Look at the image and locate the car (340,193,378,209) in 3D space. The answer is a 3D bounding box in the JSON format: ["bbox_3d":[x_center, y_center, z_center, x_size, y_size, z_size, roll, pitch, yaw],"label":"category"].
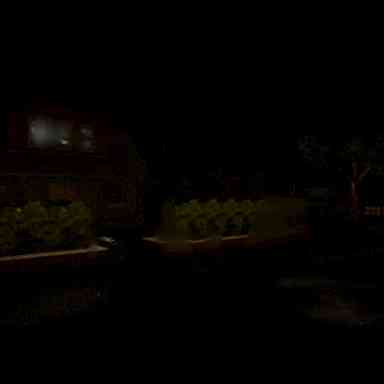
[{"bbox_3d":[18.810,1.039,37.259,3.866,1.878,1.905,0,0,0],"label":"car"}]
